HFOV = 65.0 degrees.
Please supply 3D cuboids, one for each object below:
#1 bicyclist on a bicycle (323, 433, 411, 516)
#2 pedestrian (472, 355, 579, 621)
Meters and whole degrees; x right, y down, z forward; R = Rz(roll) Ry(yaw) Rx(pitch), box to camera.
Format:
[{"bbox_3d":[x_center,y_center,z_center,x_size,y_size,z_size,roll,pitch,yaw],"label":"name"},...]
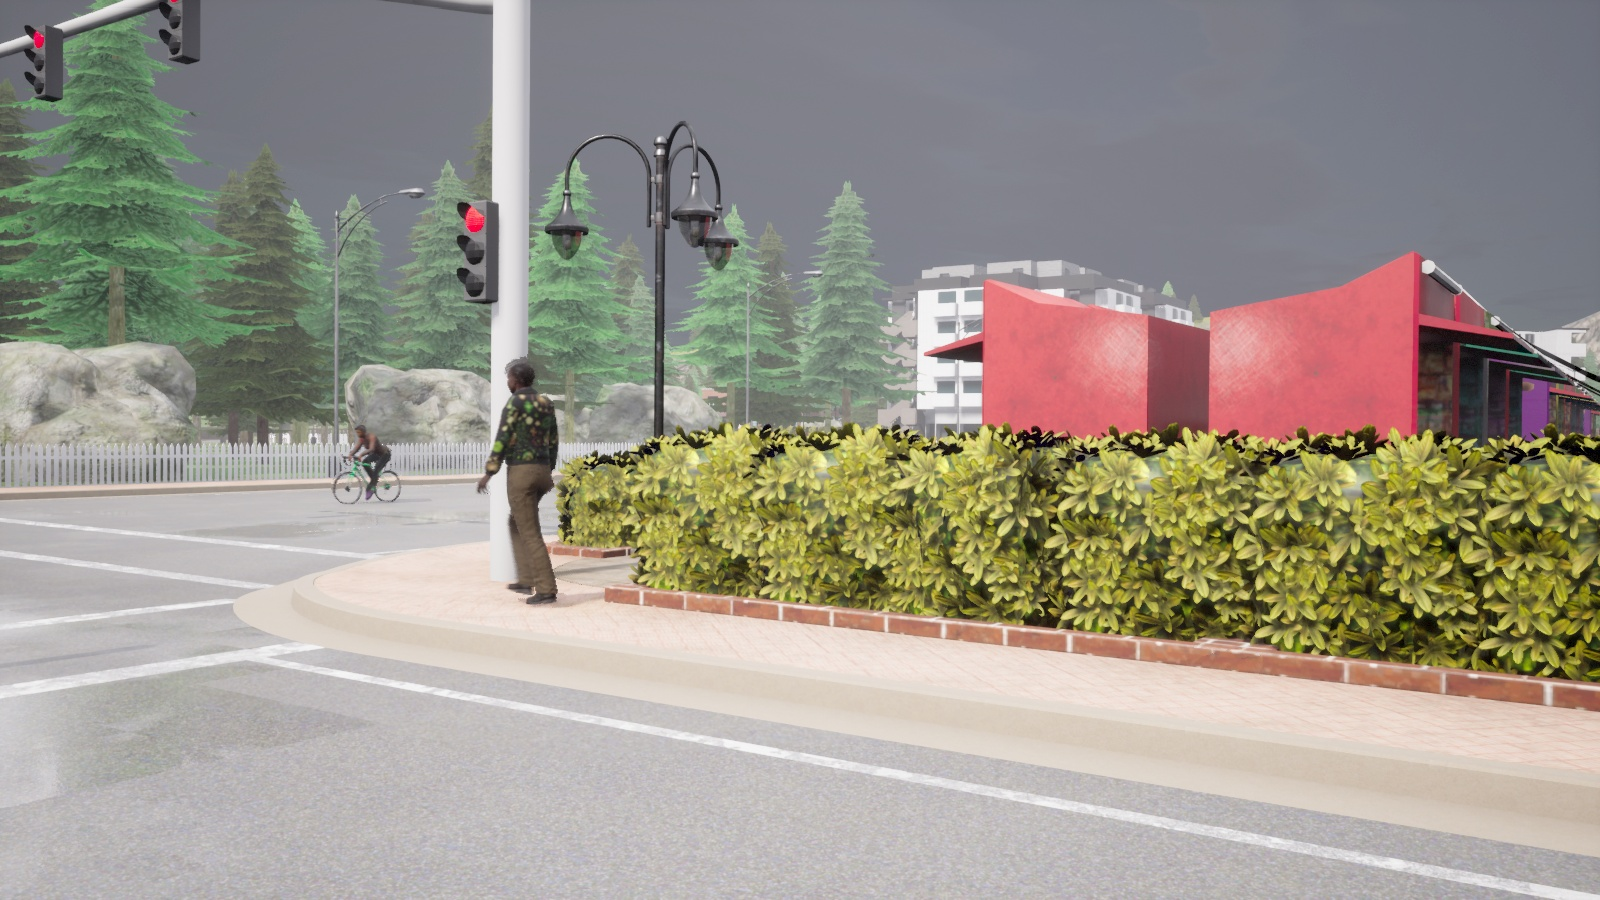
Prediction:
[{"bbox_3d":[-8.846,0.469,25.689,0.582,1.620,1.656,0,1,34],"label":"bicyclist on a bicycle"},{"bbox_3d":[-2.063,0.275,9.450,0.692,1.930,0.395,0,1,34],"label":"pedestrian"}]
